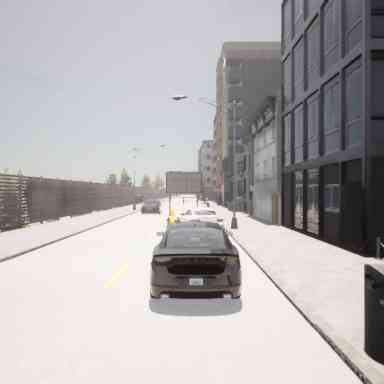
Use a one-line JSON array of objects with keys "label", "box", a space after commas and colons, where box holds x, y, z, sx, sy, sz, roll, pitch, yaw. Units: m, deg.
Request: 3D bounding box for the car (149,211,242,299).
[{"label": "car", "box": [0.073, 1.478, 8.508, 1.882, 1.535, 5.008, 0, 0, 0]}]

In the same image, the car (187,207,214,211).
[{"label": "car", "box": [0.434, 1.539, 17.859, 1.812, 1.442, 4.674, 0, -1, -9]}]

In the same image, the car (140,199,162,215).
[{"label": "car", "box": [-4.104, 1.505, 34.090, 1.837, 1.490, 4.892, 0, 0, 0]}]

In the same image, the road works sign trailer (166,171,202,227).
[{"label": "road works sign trailer", "box": [-0.562, 0.464, 21.340, 2.380, 3.560, 2.880, 0, 0, -17]}]
